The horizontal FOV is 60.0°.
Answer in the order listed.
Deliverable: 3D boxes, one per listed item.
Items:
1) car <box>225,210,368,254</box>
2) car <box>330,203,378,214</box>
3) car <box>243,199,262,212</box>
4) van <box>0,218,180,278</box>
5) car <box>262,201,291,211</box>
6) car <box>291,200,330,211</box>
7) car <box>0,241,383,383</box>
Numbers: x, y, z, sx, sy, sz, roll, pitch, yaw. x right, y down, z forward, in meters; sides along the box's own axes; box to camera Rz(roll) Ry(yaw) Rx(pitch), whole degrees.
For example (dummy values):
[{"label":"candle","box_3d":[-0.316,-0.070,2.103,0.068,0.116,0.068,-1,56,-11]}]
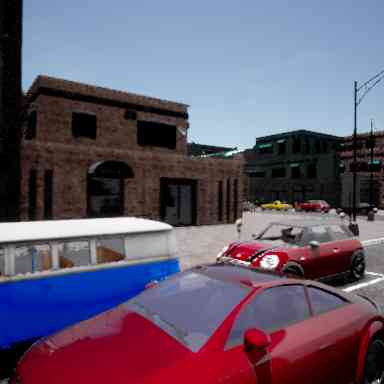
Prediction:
[{"label":"car","box_3d":[2.514,1.445,8.339,4.097,1.590,1.967,0,1,-36]},{"label":"car","box_3d":[17.863,1.825,36.176,1.947,1.339,4.313,0,-1,-35]},{"label":"car","box_3d":[6.215,1.634,42.816,2.097,1.767,4.553,1,-1,-35]},{"label":"van","box_3d":[-2.079,1.342,5.058,3.998,1.788,1.690,0,1,-36]},{"label":"car","box_3d":[11.436,1.892,45.429,1.752,1.417,4.829,0,-1,-35]},{"label":"car","box_3d":[14.699,1.752,40.734,1.967,1.590,4.097,0,-1,-35]},{"label":"car","box_3d":[0.345,1.565,3.618,4.181,1.385,1.994,0,0,-35]}]
